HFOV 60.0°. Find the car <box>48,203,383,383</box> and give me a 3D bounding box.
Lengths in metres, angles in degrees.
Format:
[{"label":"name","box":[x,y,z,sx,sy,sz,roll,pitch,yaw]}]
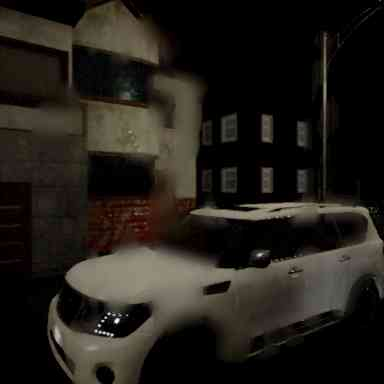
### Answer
[{"label":"car","box":[0.833,1.217,5.166,5.566,2.045,2.150,0,0,-34]}]
